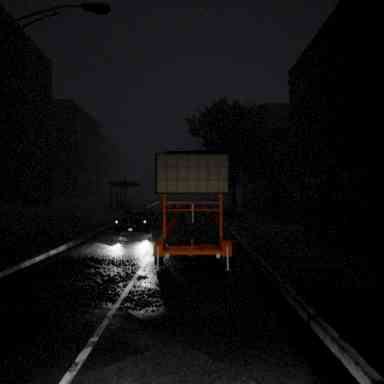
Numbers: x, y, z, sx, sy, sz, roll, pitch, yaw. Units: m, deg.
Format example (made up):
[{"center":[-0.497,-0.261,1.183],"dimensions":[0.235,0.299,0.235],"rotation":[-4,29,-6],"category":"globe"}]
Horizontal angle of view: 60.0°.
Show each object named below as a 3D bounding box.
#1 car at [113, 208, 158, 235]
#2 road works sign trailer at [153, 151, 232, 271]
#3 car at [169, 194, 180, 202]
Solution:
[{"center":[-3.122,1.592,19.082],"dimensions":[1.895,1.301,4.718],"rotation":[0,0,0],"category":"car"},{"center":[0.024,0.463,10.857],"dimensions":[2.380,3.560,2.880],"rotation":[0,0,0],"category":"road works sign trailer"},{"center":[-3.291,1.088,61.845],"dimensions":[1.812,1.442,4.674],"rotation":[0,1,0],"category":"car"}]
